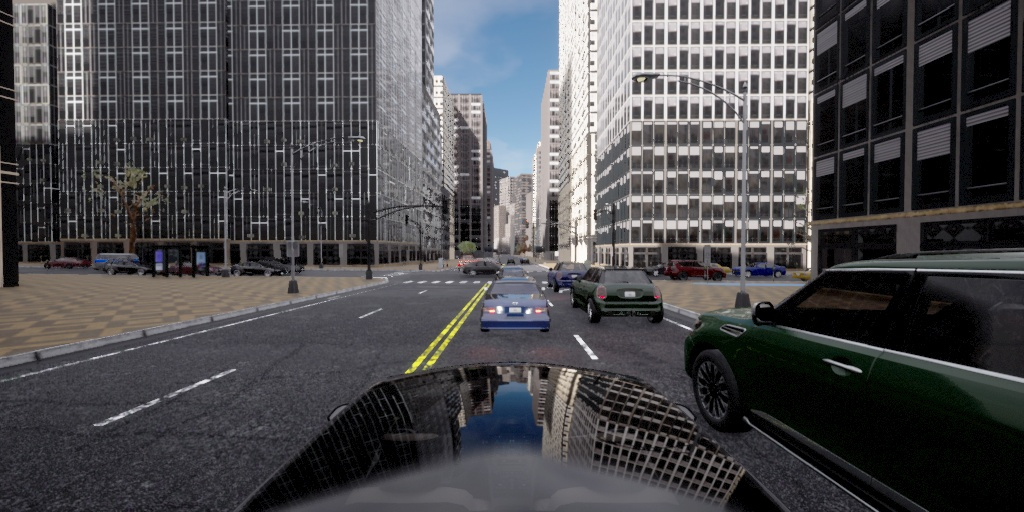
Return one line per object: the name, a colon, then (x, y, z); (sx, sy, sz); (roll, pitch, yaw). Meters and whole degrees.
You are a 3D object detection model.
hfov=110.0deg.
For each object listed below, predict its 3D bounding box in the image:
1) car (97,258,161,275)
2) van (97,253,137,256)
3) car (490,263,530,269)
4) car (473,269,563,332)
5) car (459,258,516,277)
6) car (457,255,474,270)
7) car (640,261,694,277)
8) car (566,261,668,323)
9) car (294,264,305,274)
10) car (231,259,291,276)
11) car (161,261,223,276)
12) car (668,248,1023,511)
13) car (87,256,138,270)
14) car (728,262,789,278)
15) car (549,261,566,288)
car: (-34.174, 1.067, 32.495); (4.313, 1.339, 1.948); (0, 0, 1)
van: (-45.388, 0.602, 41.127); (3.998, 1.789, 1.690); (0, 0, 1)
car: (0.052, 1.304, 20.036); (1.994, 1.385, 4.181); (0, 0, 0)
car: (0.079, 1.293, 10.793); (2.033, 1.411, 5.357); (0, 0, 0)
car: (-2.296, 1.252, 34.608); (4.892, 1.490, 1.837); (1, 1, 1)
car: (-6.721, 0.933, 53.374); (2.150, 2.045, 5.566); (0, 0, 0)
car: (16.206, 1.364, 37.589); (4.892, 1.490, 1.837); (0, 1, -1)
car: (3.324, 1.097, 12.240); (2.097, 1.767, 4.553); (0, 0, 0)
car: (-22.821, 1.069, 34.925); (4.892, 1.490, 1.837); (0, 1, 1)
car: (-22.809, 1.172, 32.217); (4.313, 1.339, 1.948); (0, 0, 1)
car: (-28.493, 1.136, 32.336); (4.207, 1.307, 1.802); (0, 0, 1)
car: (3.345, 0.971, 2.394); (2.150, 2.045, 5.566); (0, 0, 0)
car: (-37.682, 0.973, 35.195); (5.357, 1.411, 2.033); (1, 1, 1)
car: (25.684, 1.420, 37.426); (5.008, 1.535, 1.882); (1, 1, 1)
car: (3.300, 1.091, 21.104); (2.097, 1.767, 4.553); (0, 0, 0)
